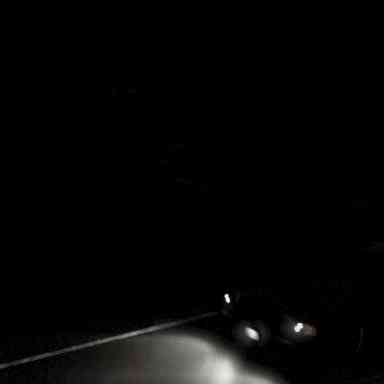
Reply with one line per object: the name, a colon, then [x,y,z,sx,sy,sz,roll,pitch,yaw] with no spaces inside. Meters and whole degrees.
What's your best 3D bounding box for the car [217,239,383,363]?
car: [3.047,1.620,6.124,5.357,1.411,2.033,1,0,-34]
